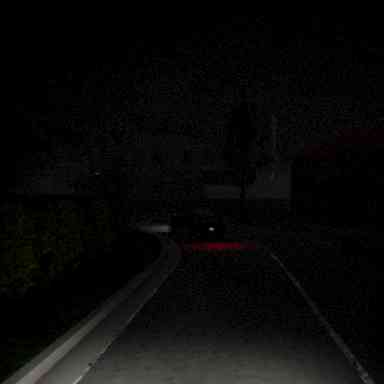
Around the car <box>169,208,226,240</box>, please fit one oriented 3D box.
[{"bbox_3d":[0.154,1.594,17.962,1.882,1.535,5.008,2,-1,-18],"label":"car"}]
